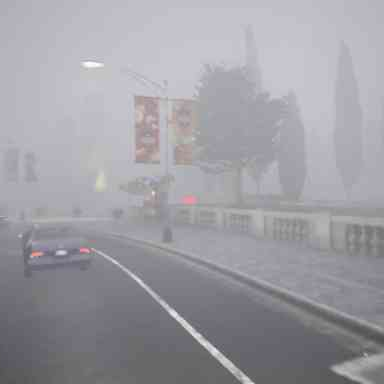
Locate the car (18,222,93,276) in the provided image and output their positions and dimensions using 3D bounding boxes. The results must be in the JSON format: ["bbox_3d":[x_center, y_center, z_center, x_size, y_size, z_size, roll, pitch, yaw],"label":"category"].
[{"bbox_3d":[-4.692,1.725,11.184,2.033,1.411,5.357,0,-1,-28],"label":"car"}]

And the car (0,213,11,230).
[{"bbox_3d":[-14.908,1.994,23.905,5.357,1.411,2.033,-1,-1,41],"label":"car"}]
